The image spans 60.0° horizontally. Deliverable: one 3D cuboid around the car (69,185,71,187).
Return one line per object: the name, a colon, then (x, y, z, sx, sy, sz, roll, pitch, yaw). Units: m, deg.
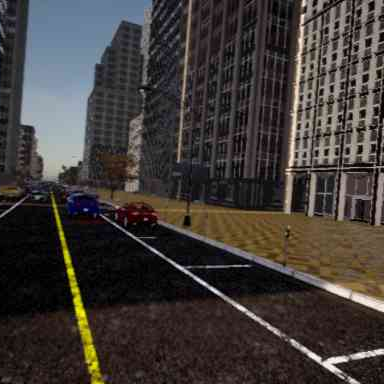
car: (-23.394, -0.376, 66.326, 2.008, 1.369, 4.403, 4, 0, -23)

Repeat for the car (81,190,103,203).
car: (-12.248, 0.529, 40.423, 2.008, 1.369, 4.403, 4, 0, -23)

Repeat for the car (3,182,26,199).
car: (-19.846, -0.048, 36.928, 1.752, 1.417, 4.829, 4, 0, -23)

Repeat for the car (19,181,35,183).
car: (-26.586, -0.806, 52.620, 2.192, 1.841, 5.009, 4, 0, -23)

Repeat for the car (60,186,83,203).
car: (-13.099, 0.477, 35.692, 2.033, 1.411, 5.357, 4, 0, -23)

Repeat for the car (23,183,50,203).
car: (-15.483, 0.251, 33.605, 2.128, 1.511, 4.902, 4, 0, -23)

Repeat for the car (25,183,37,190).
car: (-35.515, -1.296, 73.339, 2.008, 1.369, 4.403, 4, 0, -23)

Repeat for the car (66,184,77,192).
car: (-27.846, -0.850, 76.686, 1.967, 1.590, 4.097, 4, 0, -23)

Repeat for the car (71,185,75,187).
car: (-18.936, -0.014, 55.965, 2.008, 1.369, 4.403, 4, 0, -23)

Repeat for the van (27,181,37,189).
van: (-37.730, -1.688, 78.518, 1.690, 1.788, 3.998, 4, 0, -23)

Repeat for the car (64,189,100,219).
car: (-7.468, 0.861, 22.743, 1.882, 1.535, 5.008, 4, 0, -23)

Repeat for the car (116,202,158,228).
car: (-3.331, 1.243, 19.700, 1.887, 1.381, 4.507, 4, 0, -23)
